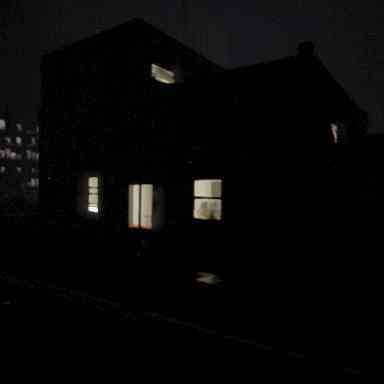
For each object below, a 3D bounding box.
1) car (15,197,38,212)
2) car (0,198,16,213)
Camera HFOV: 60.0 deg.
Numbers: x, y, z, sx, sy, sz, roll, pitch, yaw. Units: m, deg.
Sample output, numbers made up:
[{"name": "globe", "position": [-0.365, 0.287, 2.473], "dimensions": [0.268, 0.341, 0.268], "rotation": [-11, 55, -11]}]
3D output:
[{"name": "car", "position": [-18.694, 1.684, 40.167], "dimensions": [1.947, 1.339, 4.313], "rotation": [1, 0, 36]}, {"name": "car", "position": [-21.938, 1.643, 35.748], "dimensions": [2.008, 1.369, 4.403], "rotation": [1, 0, 36]}]
